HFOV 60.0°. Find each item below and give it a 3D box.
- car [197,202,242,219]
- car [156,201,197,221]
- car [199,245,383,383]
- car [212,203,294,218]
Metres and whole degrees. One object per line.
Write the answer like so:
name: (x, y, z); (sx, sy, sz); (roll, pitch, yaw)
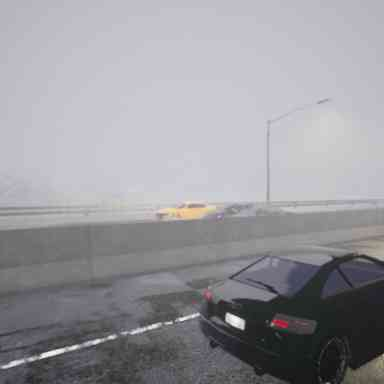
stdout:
car: (3.036, 1.517, 23.248); (4.892, 1.490, 1.837); (0, 0, -35)
car: (-0.336, 1.486, 25.160); (5.008, 1.535, 1.882); (0, 0, -35)
car: (2.168, 1.565, 5.272); (4.181, 1.385, 1.994); (0, 0, -35)
car: (4.090, 1.558, 19.721); (5.357, 1.411, 2.033); (0, 0, -35)
